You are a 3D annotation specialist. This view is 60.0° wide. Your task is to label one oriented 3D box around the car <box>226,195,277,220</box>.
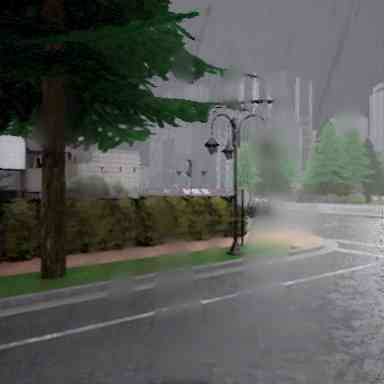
[{"bbox_3d":[5.002,1.307,29.895,2.150,2.045,5.566,0,0,-35],"label":"car"}]
